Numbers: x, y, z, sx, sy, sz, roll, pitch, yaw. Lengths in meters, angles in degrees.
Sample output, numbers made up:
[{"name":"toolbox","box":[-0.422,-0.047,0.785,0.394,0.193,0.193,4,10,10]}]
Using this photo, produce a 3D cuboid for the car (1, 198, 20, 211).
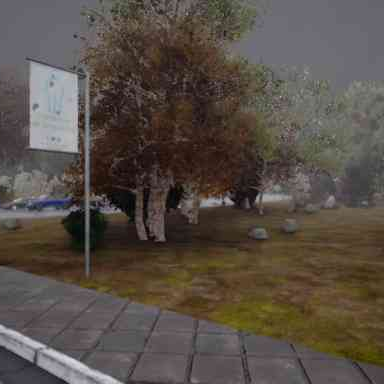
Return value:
[{"name":"car","box":[-20.830,1.479,41.122,1.837,1.490,4.892,0,0,38]}]

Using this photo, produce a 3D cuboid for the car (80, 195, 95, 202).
[{"name":"car","box":[-14.844,1.300,48.740,2.097,1.767,4.553,0,0,38]}]

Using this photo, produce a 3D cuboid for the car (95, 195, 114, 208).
[{"name":"car","box":[-11.033,1.295,47.945,2.097,1.767,4.553,0,0,37]}]

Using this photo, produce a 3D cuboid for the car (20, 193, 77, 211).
[{"name":"car","box":[-17.130,1.194,40.145,2.150,2.045,5.566,0,0,39]}]
